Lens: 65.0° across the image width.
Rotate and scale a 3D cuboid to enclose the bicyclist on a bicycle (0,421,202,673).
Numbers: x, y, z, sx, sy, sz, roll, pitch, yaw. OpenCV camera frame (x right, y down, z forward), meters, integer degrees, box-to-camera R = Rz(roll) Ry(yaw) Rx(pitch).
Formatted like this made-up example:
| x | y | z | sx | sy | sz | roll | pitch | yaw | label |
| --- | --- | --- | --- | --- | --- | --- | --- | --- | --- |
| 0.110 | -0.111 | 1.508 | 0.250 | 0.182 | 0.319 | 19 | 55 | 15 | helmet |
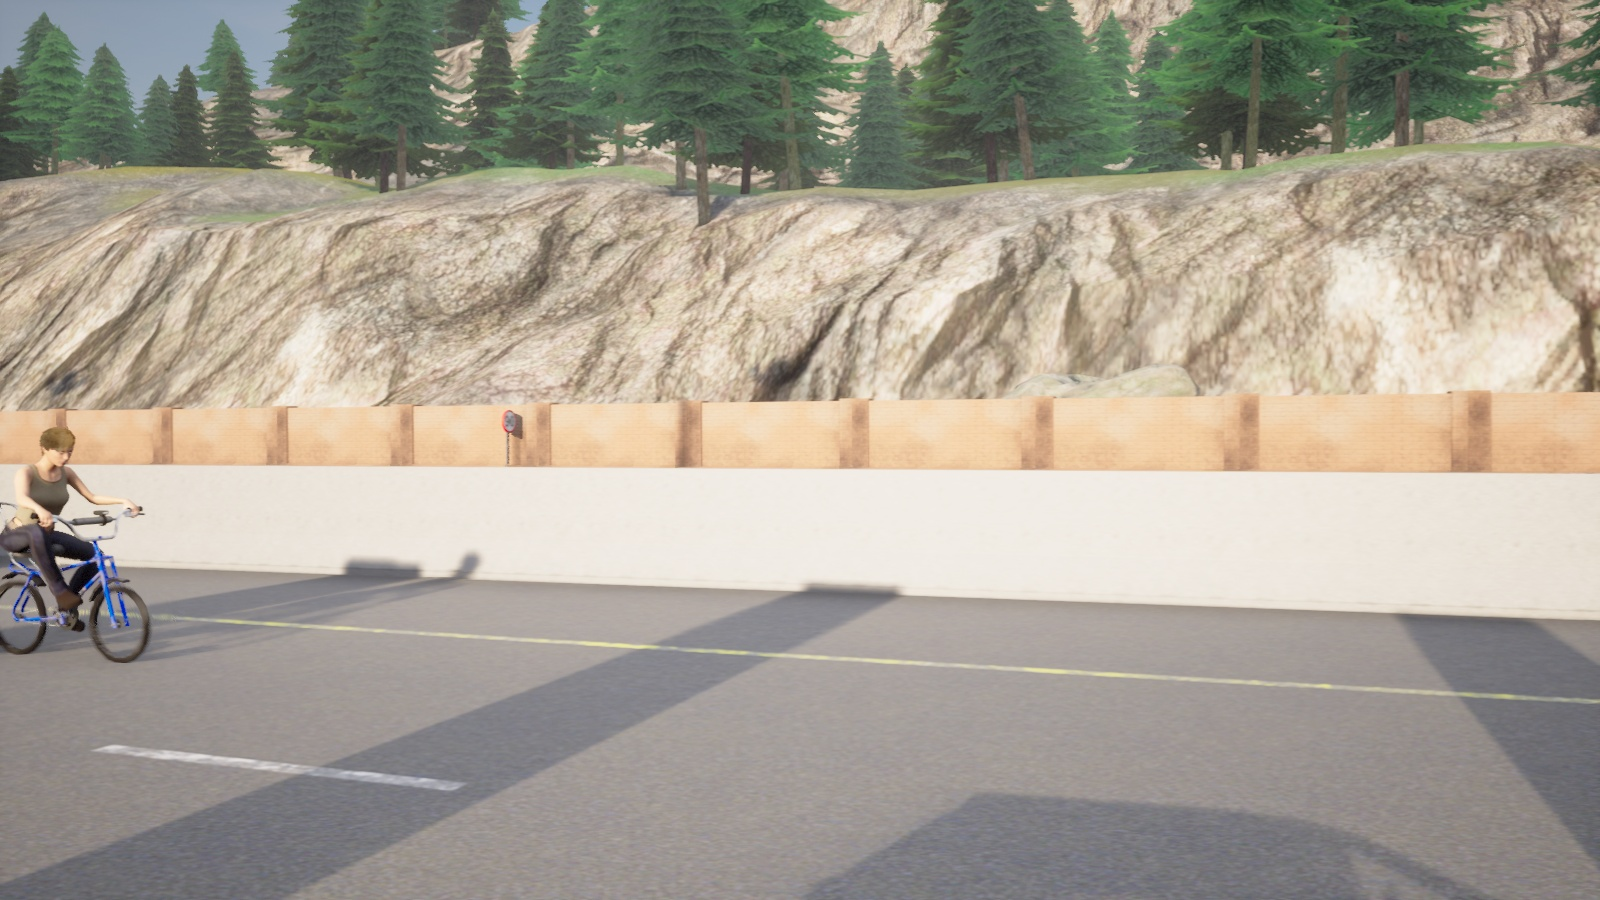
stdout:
| x | y | z | sx | sy | sz | roll | pitch | yaw | label |
| --- | --- | --- | --- | --- | --- | --- | --- | --- | --- |
| -5.073 | 0.607 | 8.700 | 1.509 | 1.612 | 0.866 | 1 | 1 | 20 | bicyclist on a bicycle |
